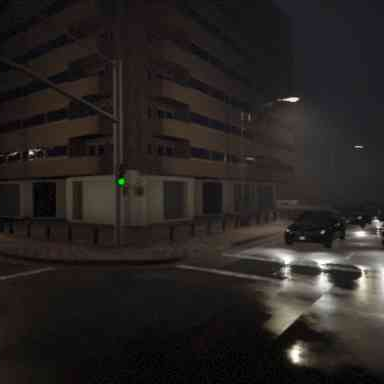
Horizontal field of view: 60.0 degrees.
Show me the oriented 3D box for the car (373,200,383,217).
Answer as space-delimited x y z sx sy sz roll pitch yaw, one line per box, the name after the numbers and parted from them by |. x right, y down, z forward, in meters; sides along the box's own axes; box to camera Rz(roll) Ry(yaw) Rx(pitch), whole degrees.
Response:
16.369 1.573 30.355 1.837 1.490 4.892 -1 0 35 | car

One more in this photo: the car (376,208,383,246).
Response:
9.641 1.542 14.762 1.837 1.490 4.892 -1 0 35 | car

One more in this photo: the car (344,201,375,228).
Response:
11.054 1.593 22.814 1.812 1.442 4.674 -1 0 35 | car

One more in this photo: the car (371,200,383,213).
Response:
22.118 1.634 38.440 1.994 1.385 4.181 -1 0 36 | car

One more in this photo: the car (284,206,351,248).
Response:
5.794 1.592 15.381 1.812 1.442 4.674 -1 0 35 | car
